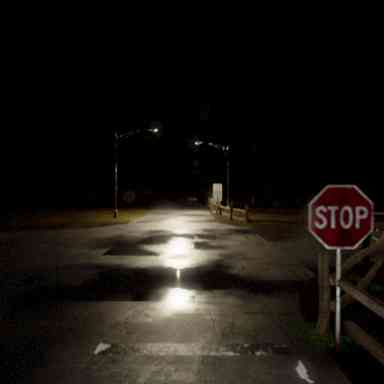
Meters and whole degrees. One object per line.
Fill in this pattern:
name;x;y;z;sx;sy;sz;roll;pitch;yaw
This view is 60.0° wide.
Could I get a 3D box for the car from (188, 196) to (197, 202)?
car;0.117;1.566;71.456;1.895;1.301;4.718;0;0;0
